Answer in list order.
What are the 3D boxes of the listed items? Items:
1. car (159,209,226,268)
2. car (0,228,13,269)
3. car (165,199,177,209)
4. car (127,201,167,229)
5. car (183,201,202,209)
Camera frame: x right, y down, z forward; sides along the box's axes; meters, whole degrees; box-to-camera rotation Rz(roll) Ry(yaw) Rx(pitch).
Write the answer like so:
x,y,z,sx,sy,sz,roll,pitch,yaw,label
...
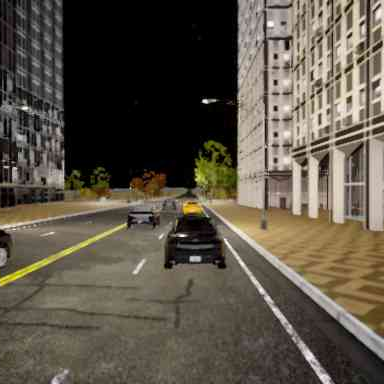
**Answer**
x,y,z,sx,sy,sz,roll,pitch,yaw,label
0.090,1.580,11.503,1.837,1.490,4.892,0,0,0,car
-6.604,1.569,8.626,1.837,1.490,4.892,0,0,0,car
-3.194,1.786,47.891,2.128,1.511,4.902,0,0,0,car
-3.169,1.637,22.662,2.128,1.511,4.902,0,0,0,car
0.068,1.700,36.242,1.882,1.535,5.008,0,0,0,car
